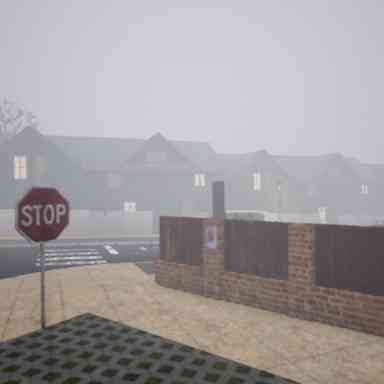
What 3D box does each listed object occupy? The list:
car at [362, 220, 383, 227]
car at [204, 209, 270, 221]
[{"bbox_3d":[13.370,2.719,23.319,4.902,1.511,2.128,2,-2,-22],"label":"car"},{"bbox_3d":[1.923,2.004,18.668,5.566,2.045,2.150,2,-2,-22],"label":"car"}]
